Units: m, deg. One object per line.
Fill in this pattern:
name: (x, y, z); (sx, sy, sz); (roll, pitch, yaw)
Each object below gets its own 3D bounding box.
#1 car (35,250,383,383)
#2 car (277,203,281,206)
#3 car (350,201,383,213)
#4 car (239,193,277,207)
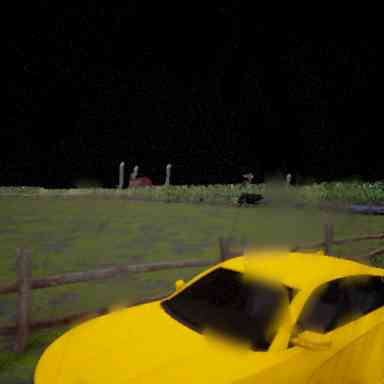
car: (0.951, 1.502, 3.748); (5.008, 1.535, 1.882); (1, -1, -35)
car: (11.814, 1.719, 53.174); (1.895, 1.301, 4.718); (2, -1, -35)
car: (20.120, 1.711, 36.272); (2.033, 1.411, 5.357); (2, -1, -35)
car: (9.691, 1.269, 51.092); (2.150, 2.045, 5.566); (2, -1, -35)
